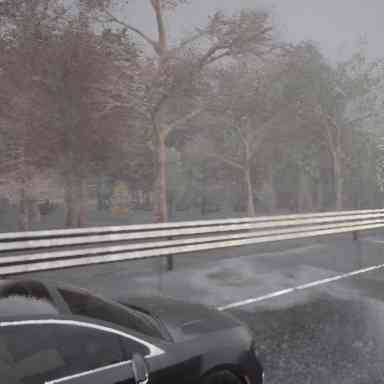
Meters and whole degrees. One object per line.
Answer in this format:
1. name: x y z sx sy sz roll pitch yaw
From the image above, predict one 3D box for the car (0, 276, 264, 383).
1. car: -1.512 1.505 2.668 4.892 1.490 1.837 0 0 -36
